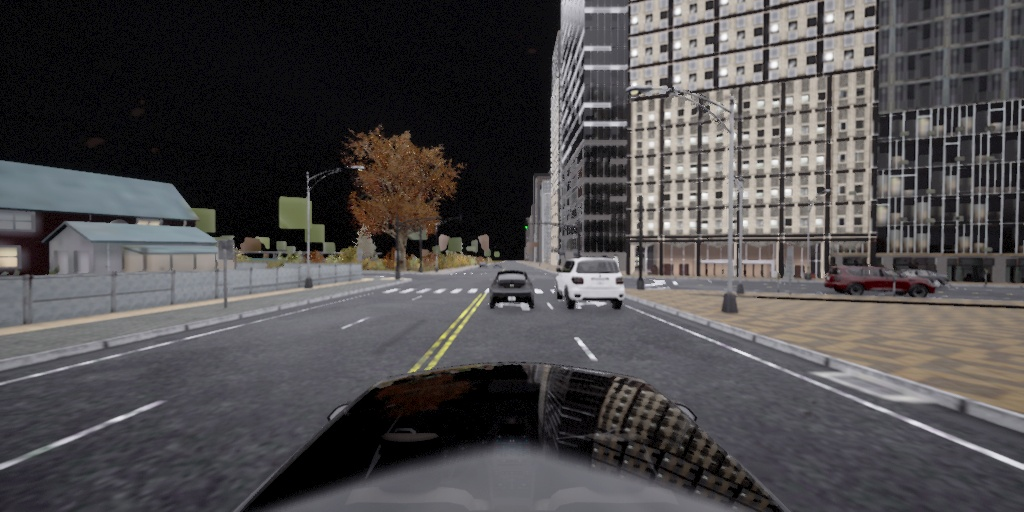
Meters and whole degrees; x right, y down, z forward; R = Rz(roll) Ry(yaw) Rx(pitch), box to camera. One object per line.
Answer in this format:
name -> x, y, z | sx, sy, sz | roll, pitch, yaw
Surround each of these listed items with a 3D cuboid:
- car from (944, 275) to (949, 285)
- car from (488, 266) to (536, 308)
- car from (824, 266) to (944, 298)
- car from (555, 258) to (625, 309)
car -> 31.042, 1.723, 28.191 | 4.403, 1.370, 2.007 | 0, 0, 20
car -> -0.001, 1.394, 16.146 | 1.837, 1.490, 4.892 | 0, 0, 0
car -> 23.010, 1.596, 22.740 | 5.009, 1.841, 2.192 | 0, 0, 20
car -> 3.254, 1.100, 15.866 | 2.150, 2.045, 5.566 | 0, 0, 0
